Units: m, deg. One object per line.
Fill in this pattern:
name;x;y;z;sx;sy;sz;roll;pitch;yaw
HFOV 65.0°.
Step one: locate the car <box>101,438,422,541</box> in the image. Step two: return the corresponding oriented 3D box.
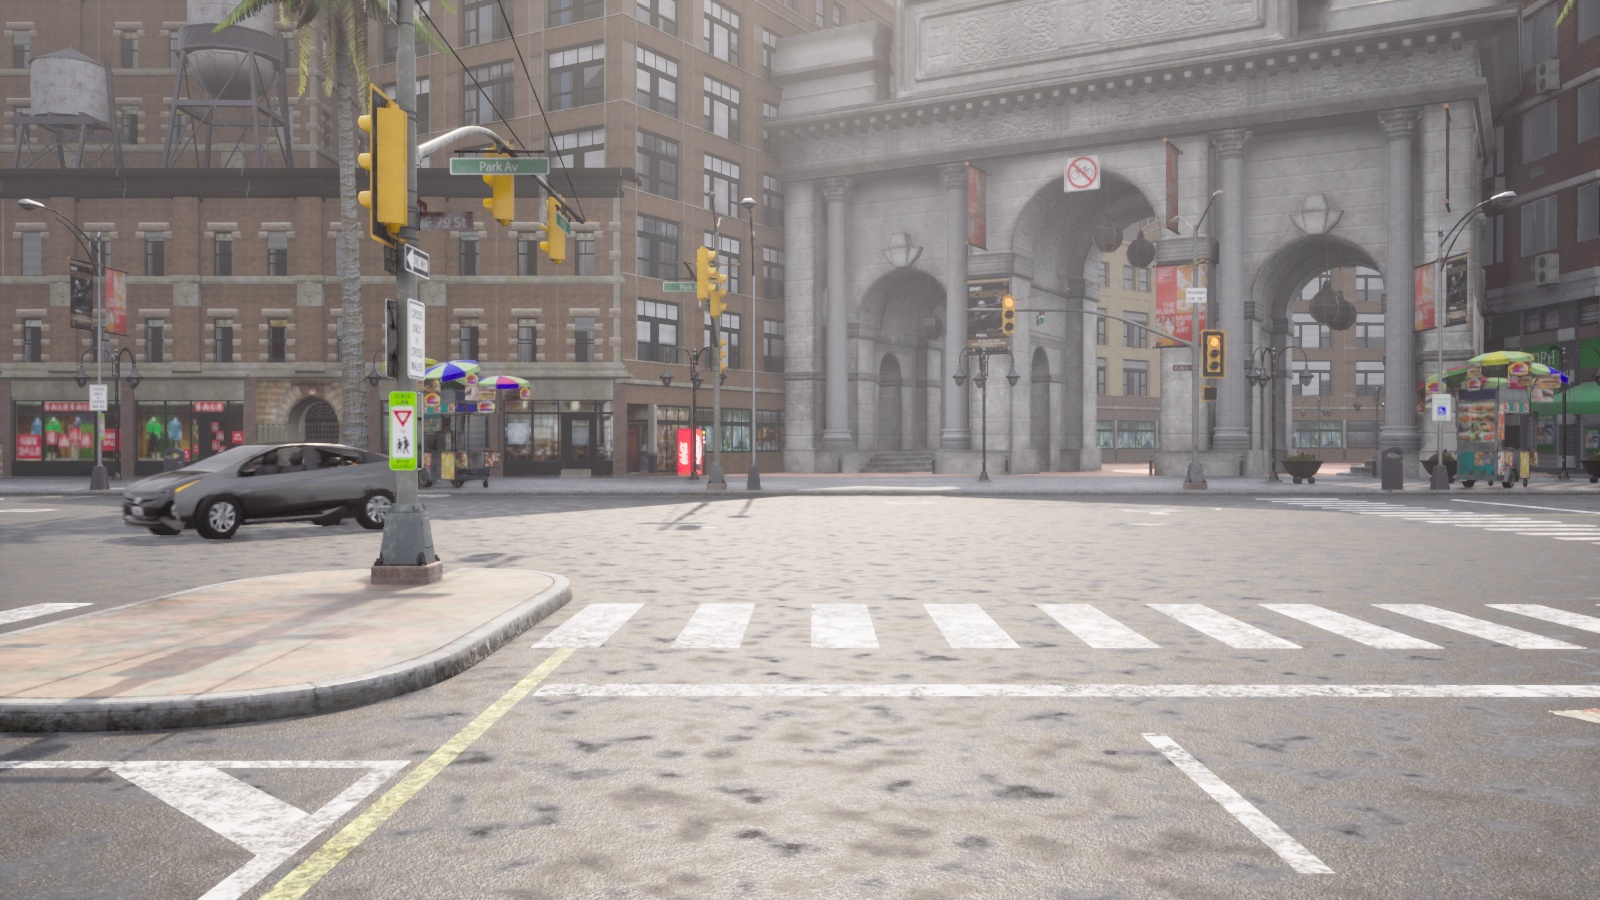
car;-8.824;0.568;20.929;2.007;1.525;4.514;0;0;37
